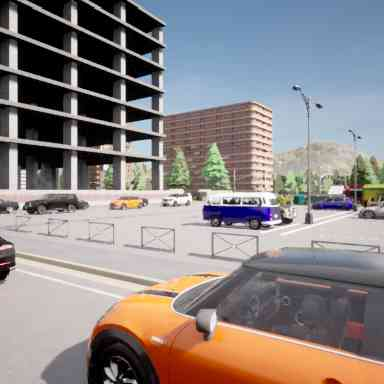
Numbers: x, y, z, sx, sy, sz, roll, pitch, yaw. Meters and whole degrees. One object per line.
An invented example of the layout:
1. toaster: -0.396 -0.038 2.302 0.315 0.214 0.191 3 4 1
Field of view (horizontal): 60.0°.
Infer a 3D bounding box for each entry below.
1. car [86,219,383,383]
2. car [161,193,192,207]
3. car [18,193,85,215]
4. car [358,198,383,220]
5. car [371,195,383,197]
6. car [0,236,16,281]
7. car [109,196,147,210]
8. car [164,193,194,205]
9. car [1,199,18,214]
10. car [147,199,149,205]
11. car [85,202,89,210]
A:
1. car: 1.036 1.352 3.250 4.553 1.767 2.097 0 0 35
2. car: -2.297 1.166 50.921 2.150 2.045 5.566 0 0 35
3. car: -14.250 1.166 34.009 2.150 2.045 5.566 0 0 35
4. car: 14.613 1.395 24.802 3.806 1.475 1.970 0 0 36
5. car: 17.819 1.153 29.367 4.605 1.855 1.932 0 0 36
6. car: -6.477 1.492 8.564 4.902 1.511 2.128 0 0 35
7. car: -8.373 1.297 42.337 2.097 1.767 4.553 0 0 35
8. car: -2.185 1.166 57.103 2.150 2.045 5.566 0 0 36
9. car: -19.556 1.436 32.578 2.128 1.511 4.902 0 0 36
10. car: -8.390 1.436 48.379 2.128 1.511 4.902 0 0 35
11. car: -14.414 1.508 39.852 1.994 1.385 4.181 0 0 35
